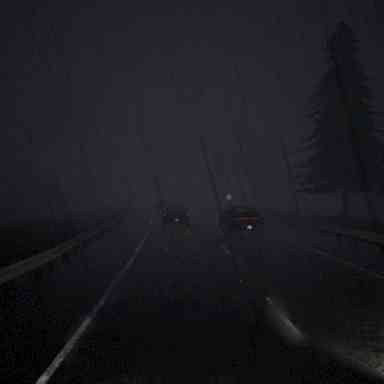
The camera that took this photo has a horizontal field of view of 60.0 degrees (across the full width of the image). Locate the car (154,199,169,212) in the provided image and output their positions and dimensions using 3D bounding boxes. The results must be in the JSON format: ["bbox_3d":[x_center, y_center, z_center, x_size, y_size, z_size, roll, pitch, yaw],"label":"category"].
[{"bbox_3d":[-3.600,1.694,41.347,1.837,1.490,4.892,0,-1,-10],"label":"car"}]

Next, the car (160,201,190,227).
[{"bbox_3d":[-1.202,1.633,23.684,1.812,1.442,4.674,0,0,-5],"label":"car"}]

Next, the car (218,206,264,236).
[{"bbox_3d":[2.722,1.575,19.221,2.128,1.511,4.902,0,0,-4],"label":"car"}]
